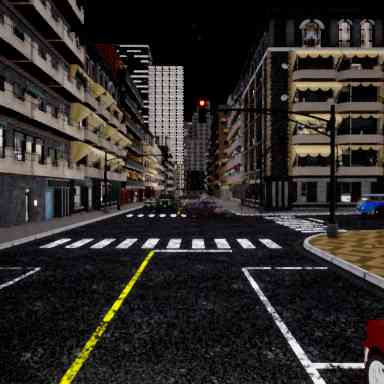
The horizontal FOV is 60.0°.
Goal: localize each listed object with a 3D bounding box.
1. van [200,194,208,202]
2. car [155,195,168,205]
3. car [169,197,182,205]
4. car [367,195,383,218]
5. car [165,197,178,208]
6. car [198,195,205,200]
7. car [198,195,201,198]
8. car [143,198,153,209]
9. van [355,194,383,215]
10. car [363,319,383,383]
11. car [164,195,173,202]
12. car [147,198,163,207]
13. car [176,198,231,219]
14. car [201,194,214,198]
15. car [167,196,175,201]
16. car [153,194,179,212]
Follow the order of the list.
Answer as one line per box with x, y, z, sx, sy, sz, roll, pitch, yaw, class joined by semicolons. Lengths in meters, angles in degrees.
2.781;1.378;78.444;1.690;1.788;3.998;-1;0;0;van
-5.620;1.462;61.876;1.967;1.590;4.097;-1;0;0;car
-2.991;1.568;60.544;2.033;1.411;5.357;0;0;1;car
16.251;1.184;24.794;5.008;1.535;1.882;-1;0;-1;car
-3.028;1.539;49.909;1.812;1.442;4.674;0;0;0;car
2.804;1.601;95.028;1.887;1.381;4.507;-1;0;0;car
2.769;1.577;67.388;2.008;1.369;4.403;-1;0;0;car
-5.640;1.560;45.293;2.008;1.369;4.403;0;0;0;car
15.675;1.035;27.360;3.998;1.788;1.690;-1;1;-1;van
2.684;1.544;1.805;1.887;1.381;4.507;0;0;0;car
-5.598;1.562;78.290;1.752;1.417;4.829;-1;0;0;car
-5.633;1.579;50.820;1.947;1.339;4.313;0;0;0;car
1.133;1.551;29.174;2.033;1.411;5.357;0;0;-34;car
2.746;1.454;50.805;1.967;1.590;4.097;-1;0;0;car
-5.583;1.632;89.516;1.802;1.307;4.206;-1;0;0;car
-3.049;1.228;40.077;2.150;2.045;5.566;0;0;0;car
